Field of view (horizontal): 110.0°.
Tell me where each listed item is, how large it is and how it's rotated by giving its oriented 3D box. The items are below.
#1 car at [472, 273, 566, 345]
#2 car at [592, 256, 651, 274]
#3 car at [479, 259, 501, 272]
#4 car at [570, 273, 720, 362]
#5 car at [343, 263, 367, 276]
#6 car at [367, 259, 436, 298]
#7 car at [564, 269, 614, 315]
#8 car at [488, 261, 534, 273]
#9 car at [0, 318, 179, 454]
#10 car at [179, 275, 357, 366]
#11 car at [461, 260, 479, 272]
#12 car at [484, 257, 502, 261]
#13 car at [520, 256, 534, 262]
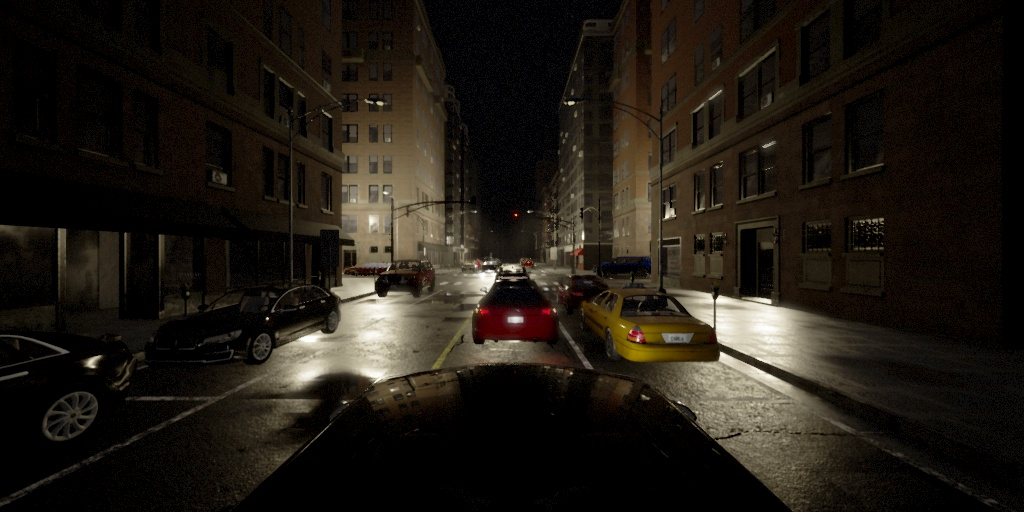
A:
[{"bbox_3d":[0.082,1.311,9.551,1.994,1.385,4.181,0,0,0],"label":"car"},{"bbox_3d":[10.270,1.013,33.471,5.566,2.045,2.150,0,0,3],"label":"car"},{"bbox_3d":[-2.760,1.334,45.327,1.895,1.301,4.718,0,0,0],"label":"car"},{"bbox_3d":[2.648,1.273,8.039,1.751,1.417,4.829,0,0,0],"label":"car"},{"bbox_3d":[-12.695,1.239,33.289,5.357,1.411,2.033,0,0,0],"label":"car"},{"bbox_3d":[-5.354,1.059,18.720,2.192,1.841,5.009,0,0,0],"label":"car"},{"bbox_3d":[2.659,1.328,13.281,1.802,1.307,4.207,0,0,0],"label":"car"},{"bbox_3d":[0.035,1.235,19.420,2.128,1.511,4.902,0,0,0],"label":"car"},{"bbox_3d":[-5.388,1.300,2.481,2.007,1.370,4.403,0,0,0],"label":"car"},{"bbox_3d":[-5.377,1.298,7.894,2.007,1.370,4.403,0,0,0],"label":"car"},{"bbox_3d":[-5.299,1.284,45.183,2.007,1.370,4.403,0,0,0],"label":"car"},{"bbox_3d":[-2.732,1.219,54.896,2.128,1.511,4.902,0,0,0],"label":"car"},{"bbox_3d":[2.760,1.163,61.521,1.967,1.591,4.097,0,0,0],"label":"car"}]
